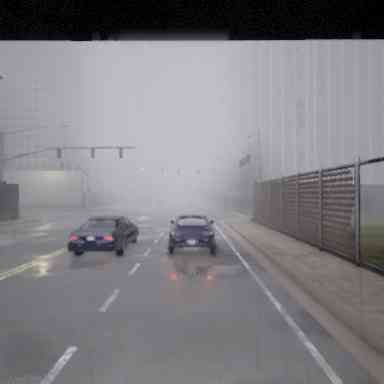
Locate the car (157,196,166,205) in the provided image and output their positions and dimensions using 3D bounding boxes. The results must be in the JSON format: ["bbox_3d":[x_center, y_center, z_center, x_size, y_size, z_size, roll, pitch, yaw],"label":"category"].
[{"bbox_3d":[-7.001,2.203,76.174,1.882,1.535,5.008,0,-1,0],"label":"car"}]

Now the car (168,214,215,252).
[{"bbox_3d":[0.004,1.664,14.379,1.812,1.442,4.674,0,0,0],"label":"car"}]

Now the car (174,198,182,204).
[{"bbox_3d":[-3.501,2.193,83.465,2.033,1.411,5.357,0,-1,0],"label":"car"}]

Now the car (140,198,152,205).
[{"bbox_3d":[-10.501,2.080,76.201,2.097,1.767,4.553,0,-1,0],"label":"car"}]

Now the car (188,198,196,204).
[{"bbox_3d":[-0.001,2.193,83.465,2.033,1.411,5.357,0,-1,0],"label":"car"}]

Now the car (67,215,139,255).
[{"bbox_3d":[-3.499,1.682,13.999,2.033,1.411,5.357,0,-1,0],"label":"car"}]
